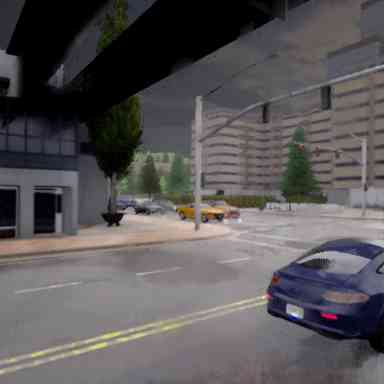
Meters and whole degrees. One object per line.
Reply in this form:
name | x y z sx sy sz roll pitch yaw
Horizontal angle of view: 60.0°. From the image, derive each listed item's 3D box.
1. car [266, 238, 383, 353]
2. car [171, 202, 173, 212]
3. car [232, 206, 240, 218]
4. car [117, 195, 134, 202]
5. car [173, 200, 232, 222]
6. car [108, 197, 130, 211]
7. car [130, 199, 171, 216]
car | 3.378 1.596 6.185 4.674 1.442 1.812 1 0 -35
car | -3.348 1.721 40.007 2.128 1.511 4.902 1 0 -36
car | 2.526 1.582 31.857 2.097 1.767 4.553 1 0 -36
car | -9.991 1.447 49.247 2.150 2.045 5.566 1 0 -36
car | 0.756 1.668 28.330 1.882 1.535 5.008 1 0 -36
car | -10.274 1.753 43.645 1.994 1.385 4.181 1 0 -36
car | -4.493 1.754 35.609 1.994 1.385 4.181 1 0 -36
